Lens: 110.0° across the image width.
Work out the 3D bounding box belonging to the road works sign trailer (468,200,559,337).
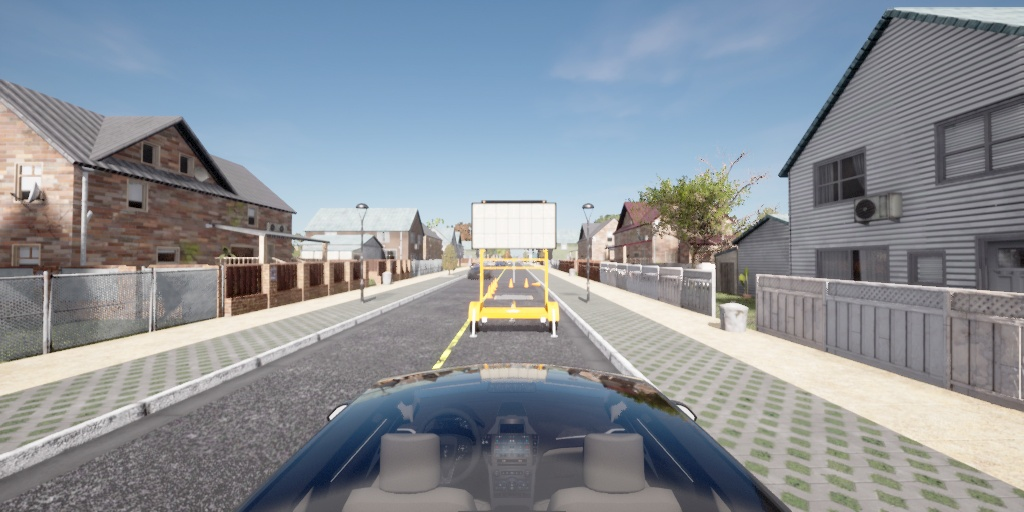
[{"bbox_3d":[0.057,0.219,10.261,2.380,3.560,2.880,0,0,1],"label":"road works sign trailer"}]

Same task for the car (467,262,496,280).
[{"bbox_3d":[-2.704,1.354,31.299,1.994,1.385,4.181,0,0,0],"label":"car"}]
